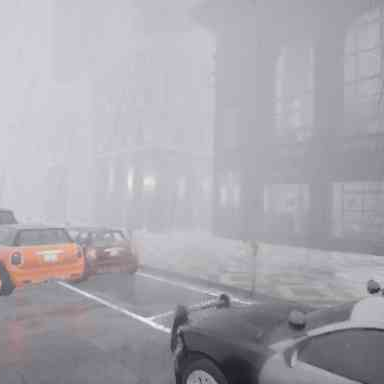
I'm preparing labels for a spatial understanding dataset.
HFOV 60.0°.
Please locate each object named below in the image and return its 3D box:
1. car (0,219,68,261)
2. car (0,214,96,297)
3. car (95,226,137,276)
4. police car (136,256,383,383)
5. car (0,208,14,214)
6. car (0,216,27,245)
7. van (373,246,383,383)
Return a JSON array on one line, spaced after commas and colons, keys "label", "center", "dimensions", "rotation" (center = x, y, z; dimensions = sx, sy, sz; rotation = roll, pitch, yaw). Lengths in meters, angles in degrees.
[{"label": "car", "center": [-7.658, 2.064, 15.432], "dimensions": [1.752, 1.417, 4.829], "rotation": [3, -3, -44]}, {"label": "car", "center": [-5.066, 1.698, 9.870], "dimensions": [4.553, 1.767, 2.097], "rotation": [-1, -4, 45]}, {"label": "car", "center": [-3.639, 1.874, 11.245], "dimensions": [1.967, 1.590, 4.097], "rotation": [3, -3, -44]}, {"label": "police car", "center": [1.833, 1.599, 2.854], "dimensions": [1.930, 1.638, 5.238], "rotation": [3, -3, -44]}, {"label": "car", "center": [-9.210, 1.683, 14.324], "dimensions": [2.150, 2.045, 5.566], "rotation": [3, -3, -44]}, {"label": "car", "center": [-11.441, 2.189, 19.376], "dimensions": [2.008, 1.369, 4.403], "rotation": [3, -3, -44]}, {"label": "van", "center": [4.163, 1.570, 3.113], "dimensions": [1.690, 1.788, 3.998], "rotation": [3, -3, -44]}]
